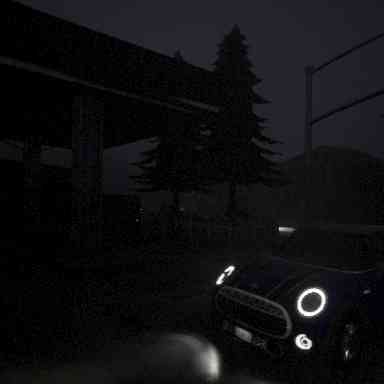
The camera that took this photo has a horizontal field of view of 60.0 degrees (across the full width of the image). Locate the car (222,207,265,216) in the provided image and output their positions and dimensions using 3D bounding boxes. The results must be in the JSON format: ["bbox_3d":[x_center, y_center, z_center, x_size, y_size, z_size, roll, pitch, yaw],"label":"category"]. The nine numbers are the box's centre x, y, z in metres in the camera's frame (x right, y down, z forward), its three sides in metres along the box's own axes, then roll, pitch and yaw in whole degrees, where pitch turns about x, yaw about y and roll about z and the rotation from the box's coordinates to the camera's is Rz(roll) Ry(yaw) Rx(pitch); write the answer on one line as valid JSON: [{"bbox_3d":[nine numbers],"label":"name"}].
[{"bbox_3d":[4.080,1.815,25.013,1.994,1.385,4.181,1,0,-35],"label":"car"}]

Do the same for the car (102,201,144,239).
[{"bbox_3d":[-4.539,1.446,18.283,1.905,1.878,3.866,1,0,-36],"label":"car"}]

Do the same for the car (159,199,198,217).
[{"bbox_3d":[-1.339,1.540,32.653,2.097,1.767,4.553,1,0,-36],"label":"car"}]

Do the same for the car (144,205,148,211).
[{"bbox_3d":[-7.487,1.664,41.317,2.033,1.411,5.357,1,0,-35],"label":"car"}]

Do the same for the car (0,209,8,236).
[{"bbox_3d":[-11.671,1.520,18.466,2.242,1.667,4.611,1,0,-36],"label":"car"}]

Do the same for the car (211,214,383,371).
[{"bbox_3d":[2.525,1.374,5.836,4.553,1.767,2.097,1,0,-36],"label":"car"}]
